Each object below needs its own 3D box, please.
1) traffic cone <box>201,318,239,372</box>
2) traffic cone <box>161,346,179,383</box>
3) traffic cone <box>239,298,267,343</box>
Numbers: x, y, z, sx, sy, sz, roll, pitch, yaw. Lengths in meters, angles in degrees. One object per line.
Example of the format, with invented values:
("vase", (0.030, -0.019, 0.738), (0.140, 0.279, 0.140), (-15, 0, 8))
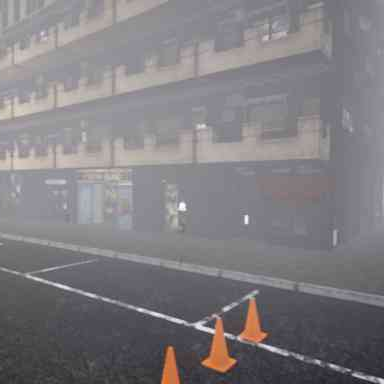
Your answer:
("traffic cone", (0.352, 1.941, 4.345), (0.340, 0.580, 0.340), (0, 0, 36))
("traffic cone", (-0.234, 1.941, 3.535), (0.340, 0.580, 0.340), (0, 0, 36))
("traffic cone", (0.937, 1.941, 5.155), (0.340, 0.580, 0.340), (0, 0, 36))
